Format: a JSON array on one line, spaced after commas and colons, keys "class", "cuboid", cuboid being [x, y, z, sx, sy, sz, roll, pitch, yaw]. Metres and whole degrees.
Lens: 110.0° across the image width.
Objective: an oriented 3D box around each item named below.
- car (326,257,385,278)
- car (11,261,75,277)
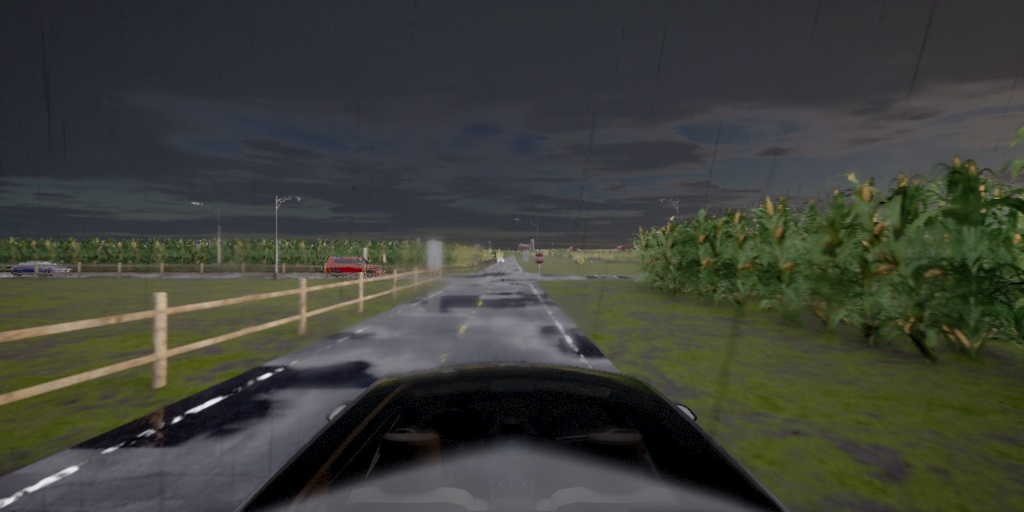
[{"class": "car", "cuboid": [-15.387, 1.152, 35.331, 5.566, 2.045, 2.150, 2, 0, -1]}, {"class": "car", "cuboid": [-45.569, 1.214, 34.843, 4.674, 1.442, 1.812, 0, 0, -1]}]
